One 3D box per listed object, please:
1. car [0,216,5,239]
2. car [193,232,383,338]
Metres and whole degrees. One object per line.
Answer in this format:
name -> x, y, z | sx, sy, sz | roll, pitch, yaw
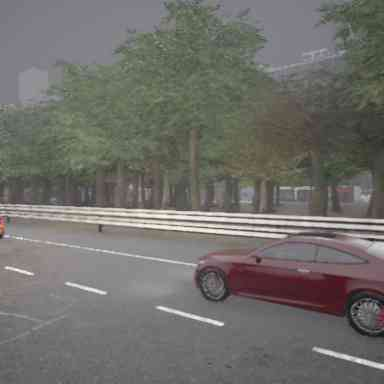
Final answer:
car -> -11.051, 1.385, 16.077 | 4.553, 1.767, 2.097 | 0, 0, 36
car -> 2.208, 1.529, 6.594 | 4.674, 1.442, 1.812 | 0, 0, 36
